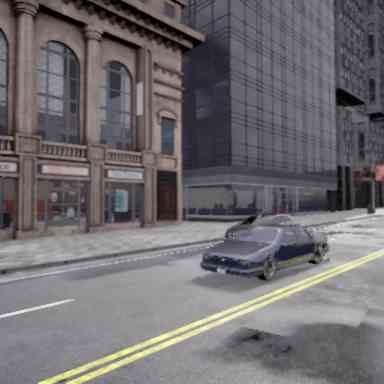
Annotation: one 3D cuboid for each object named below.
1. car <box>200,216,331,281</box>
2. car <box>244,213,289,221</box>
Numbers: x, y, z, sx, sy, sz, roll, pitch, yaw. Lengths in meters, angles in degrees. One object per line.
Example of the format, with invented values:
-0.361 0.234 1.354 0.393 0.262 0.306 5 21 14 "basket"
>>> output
2.666 1.758 10.858 5.357 1.411 2.033 0 -2 -45 "car"
3.609 1.820 16.360 4.892 1.490 1.837 0 -2 -45 "car"
